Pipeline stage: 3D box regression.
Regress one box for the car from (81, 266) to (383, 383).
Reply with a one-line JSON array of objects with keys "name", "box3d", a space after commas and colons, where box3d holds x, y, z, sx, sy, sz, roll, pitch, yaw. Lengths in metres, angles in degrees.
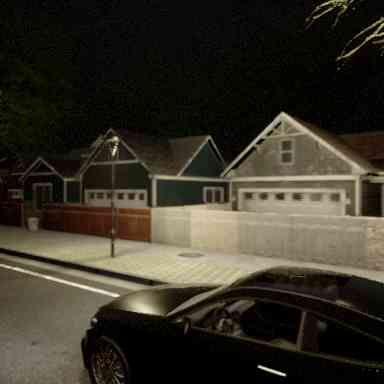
[{"name": "car", "box3d": [0.881, 1.525, 3.363, 4.674, 1.442, 1.812, 0, 0, 36]}]
